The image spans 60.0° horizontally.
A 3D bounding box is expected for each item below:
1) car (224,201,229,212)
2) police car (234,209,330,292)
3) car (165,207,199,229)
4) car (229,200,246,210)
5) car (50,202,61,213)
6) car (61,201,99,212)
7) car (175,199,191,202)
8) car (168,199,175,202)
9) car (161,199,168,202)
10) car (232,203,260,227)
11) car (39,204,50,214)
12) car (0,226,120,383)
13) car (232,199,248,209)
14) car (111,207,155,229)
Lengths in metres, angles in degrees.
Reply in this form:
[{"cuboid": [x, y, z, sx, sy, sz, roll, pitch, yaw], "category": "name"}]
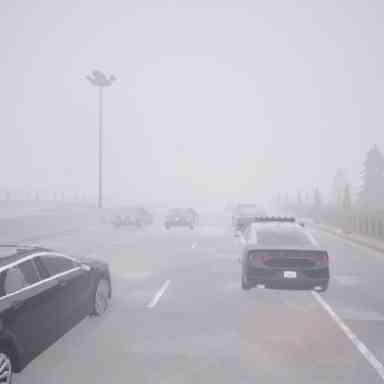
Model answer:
[{"cuboid": [5.519, 1.974, 45.559, 2.033, 1.411, 5.357, 0, 0, 12], "category": "car"}, {"cuboid": [2.293, 1.504, 9.354, 1.930, 1.638, 5.238, 0, -1, 6], "category": "police car"}, {"cuboid": [-0.614, 1.758, 23.215, 2.033, 1.411, 5.357, 0, -1, 6], "category": "car"}, {"cuboid": [4.079, 1.585, 25.114, 2.097, 1.767, 4.553, 0, -1, 6], "category": "car"}, {"cuboid": [-13.303, 1.838, 36.950, 1.837, 1.490, 4.892, 0, -1, 7], "category": "car"}, {"cuboid": [-10.368, 1.814, 32.037, 1.812, 1.442, 4.674, 0, -1, 7], "category": "car"}, {"cuboid": [-1.303, 2.274, 71.343, 1.895, 1.301, 4.718, 0, -1, 23], "category": "car"}, {"cuboid": [-2.988, 2.329, 76.087, 1.895, 1.301, 4.718, 0, -1, 26], "category": "car"}, {"cuboid": [-5.481, 2.360, 78.910, 1.895, 1.301, 4.718, 0, -1, 26], "category": "car"}, {"cuboid": [3.407, 1.654, 19.181, 1.882, 1.535, 5.008, 0, -1, 6], "category": "car"}, {"cuboid": [-16.419, 1.913, 40.569, 2.033, 1.411, 5.357, 0, -1, 7], "category": "car"}, {"cuboid": [-2.707, 1.520, 4.752, 2.128, 1.511, 4.902, 0, -1, 6], "category": "car"}, {"cuboid": [8.427, 2.054, 57.799, 1.812, 1.442, 4.674, 0, -1, 20], "category": "car"}, {"cuboid": [-4.087, 1.760, 23.655, 2.033, 1.411, 5.357, 0, -1, 6], "category": "car"}]
